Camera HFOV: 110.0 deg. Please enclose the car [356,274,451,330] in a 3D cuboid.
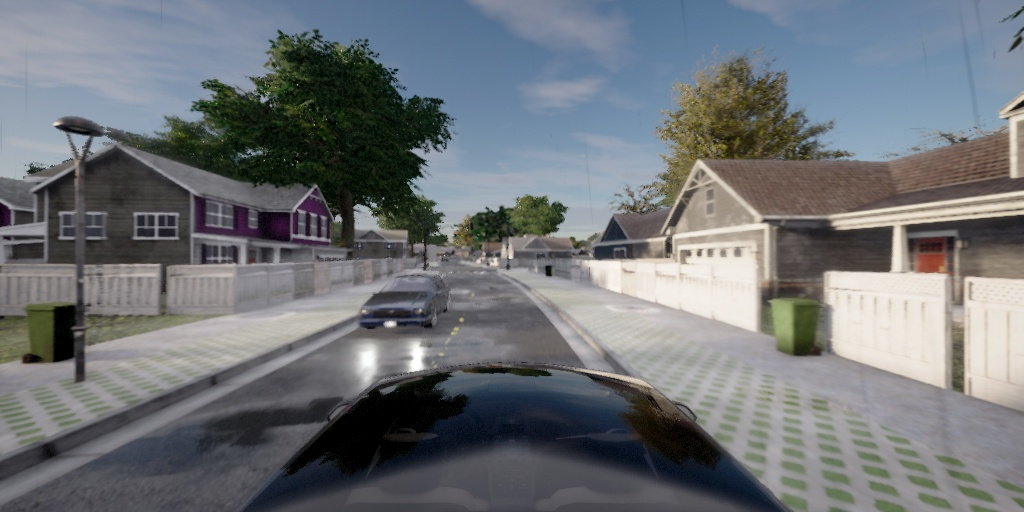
[{"bbox_3d":[-3.112,1.306,11.527,2.033,1.411,5.357,0,0,-3],"label":"car"}]
